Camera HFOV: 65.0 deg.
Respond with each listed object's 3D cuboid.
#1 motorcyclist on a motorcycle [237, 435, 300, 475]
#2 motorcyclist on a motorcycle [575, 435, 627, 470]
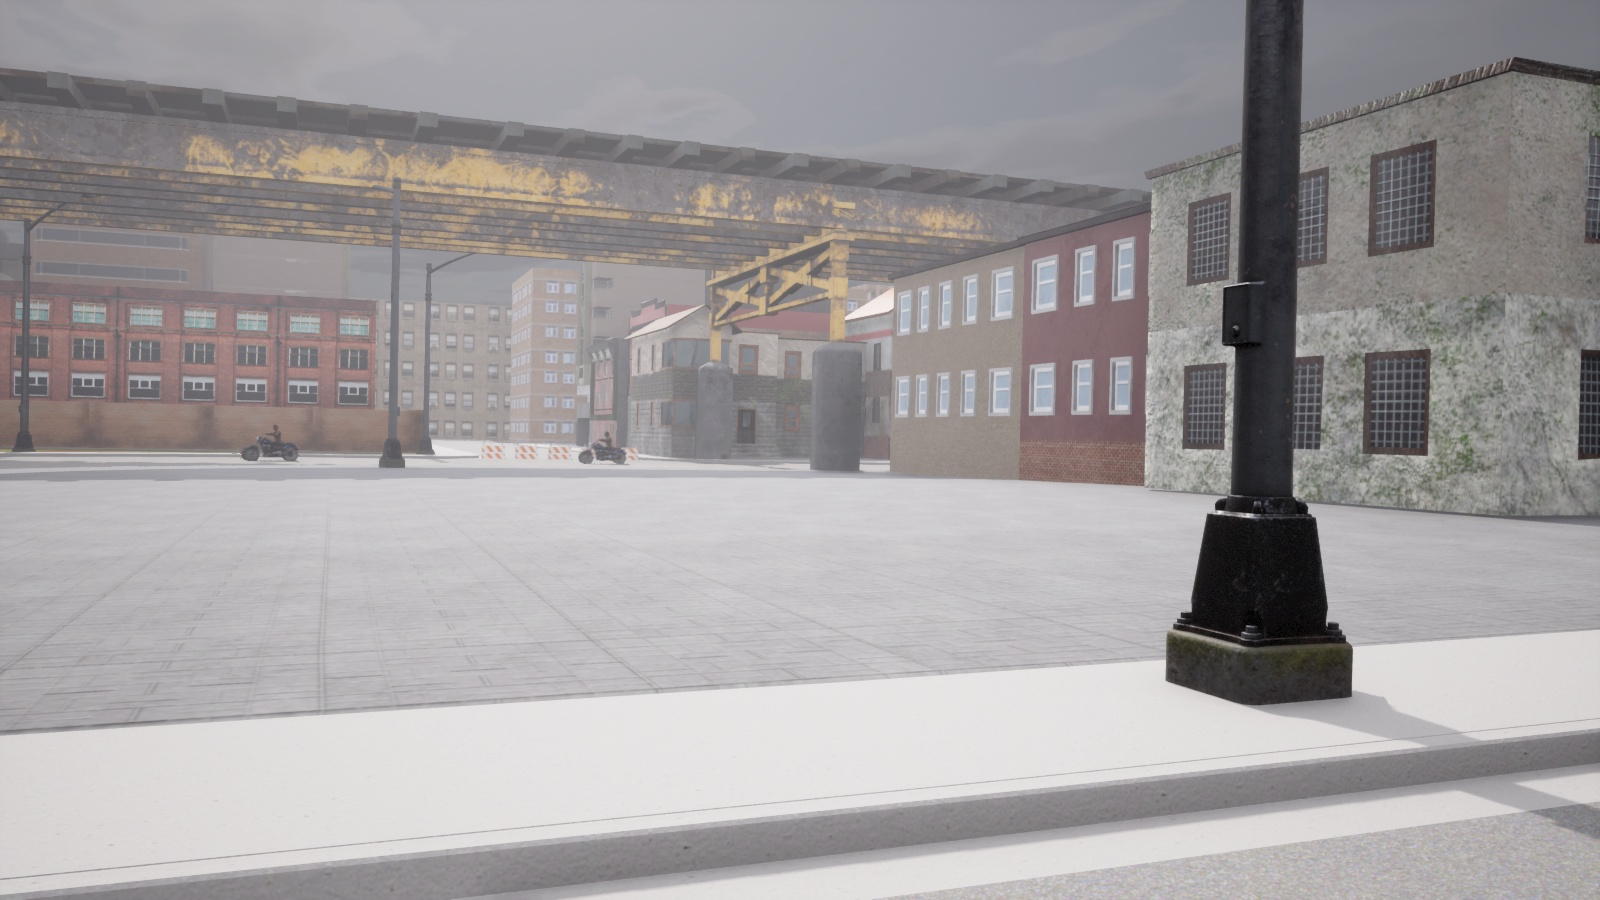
[{"bbox_3d":[-22.846,0.191,53.974,2.350,1.649,0.766,-1,1,-39],"label":"motorcyclist on a motorcycle"},{"bbox_3d":[-9.661,0.114,60.991,2.350,1.649,0.766,0,1,-20],"label":"motorcyclist on a motorcycle"}]
